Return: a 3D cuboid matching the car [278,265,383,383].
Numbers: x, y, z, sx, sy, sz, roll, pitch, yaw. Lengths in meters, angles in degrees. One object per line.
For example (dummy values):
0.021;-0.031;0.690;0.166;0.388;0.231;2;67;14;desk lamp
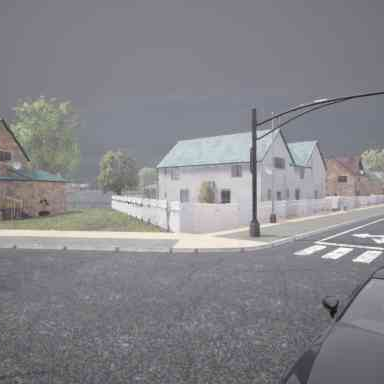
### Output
2.517;1.524;3.390;1.812;1.442;4.674;0;0;42;car
